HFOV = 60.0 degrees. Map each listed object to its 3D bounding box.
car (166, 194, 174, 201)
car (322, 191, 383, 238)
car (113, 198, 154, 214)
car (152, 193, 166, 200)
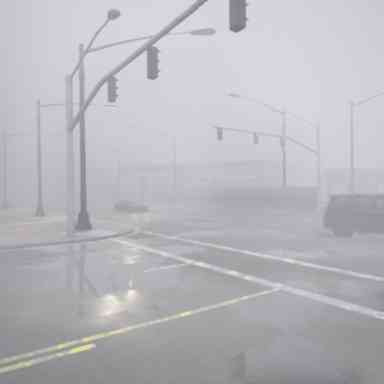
[{"bbox_3d":[-2.836,1.125,70.970,3.806,1.475,1.970,-1,0,-36],"label":"car"},{"bbox_3d":[8.677,1.115,14.852,2.150,2.045,5.566,-1,0,-37],"label":"car"},{"bbox_3d":[-6.524,1.499,35.150,2.033,1.411,5.357,-1,1,-37],"label":"car"},{"bbox_3d":[-6.826,0.981,75.174,4.611,1.667,2.242,-1,0,-36],"label":"car"}]
